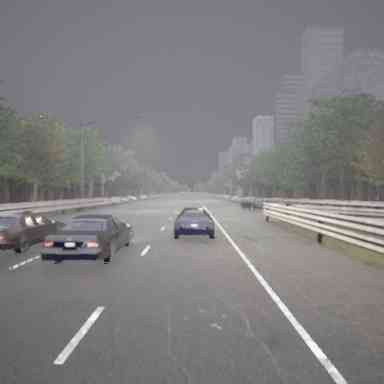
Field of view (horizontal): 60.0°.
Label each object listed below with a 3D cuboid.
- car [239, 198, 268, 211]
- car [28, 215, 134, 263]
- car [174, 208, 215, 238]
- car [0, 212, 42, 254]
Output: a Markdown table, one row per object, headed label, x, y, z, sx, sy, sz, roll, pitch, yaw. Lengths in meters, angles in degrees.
| label | x | y | z | sx | sy | sz | roll | pitch | yaw |
| --- | --- | --- | --- | --- | --- | --- | --- | --- | --- |
| car | 7.142 | 1.418 | 38.813 | 2.128 | 1.511 | 4.902 | 0 | 0 | -17 |
| car | -3.396 | 1.508 | 11.766 | 2.033 | 1.411 | 5.357 | 0 | 0 | 0 |
| car | 0.109 | 1.506 | 17.283 | 1.994 | 1.385 | 4.181 | 0 | 0 | 0 |
| car | -6.895 | 1.504 | 13.254 | 2.033 | 1.411 | 5.357 | 0 | 0 | 0 |
